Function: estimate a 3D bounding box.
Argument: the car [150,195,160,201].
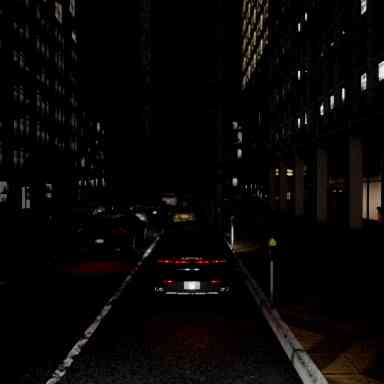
[{"bbox_3d":[-8.836,1.483,79.997,1.802,1.307,4.206,0,0,0],"label":"car"}]

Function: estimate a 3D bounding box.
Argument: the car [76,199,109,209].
[{"bbox_3d":[-8.838,1.513,28.540,1.752,1.417,4.829,0,0,0],"label":"car"}]

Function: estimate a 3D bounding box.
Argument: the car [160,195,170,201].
[{"bbox_3d":[-6.145,1.454,77.391,1.994,1.385,4.181,0,0,0],"label":"car"}]

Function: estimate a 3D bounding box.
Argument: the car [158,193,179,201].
[{"bbox_3d":[-3.045,1.188,45.783,2.150,2.045,5.566,0,0,0],"label":"car"}]

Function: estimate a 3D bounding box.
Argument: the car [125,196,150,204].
[{"bbox_3d":[-6.245,1.471,36.698,2.128,1.511,4.902,0,0,0],"label":"car"}]

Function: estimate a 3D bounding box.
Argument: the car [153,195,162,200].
[{"bbox_3d":[-8.836,1.438,85.694,2.008,1.369,4.403,0,0,0],"label":"car"}]

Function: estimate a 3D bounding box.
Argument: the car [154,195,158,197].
[{"bbox_3d":[-8.837,1.458,74.298,1.887,1.381,4.507,0,0,0],"label":"car"}]

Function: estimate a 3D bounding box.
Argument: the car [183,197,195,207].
[{"bbox_3d":[-0.456,1.501,51.503,1.887,1.381,4.507,0,0,0],"label":"car"}]

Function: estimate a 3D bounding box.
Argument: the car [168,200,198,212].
[{"bbox_3d":[-0.457,1.518,23.180,1.752,1.417,4.829,0,0,0],"label":"car"}]

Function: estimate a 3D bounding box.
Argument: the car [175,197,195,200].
[{"bbox_3d":[-0.457,1.533,34.409,2.008,1.369,4.403,0,0,0],"label":"car"}]

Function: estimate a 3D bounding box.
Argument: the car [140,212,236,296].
[{"bbox_3d":[0.000,1.502,8.650,1.837,1.490,4.892,0,0,0],"label":"car"}]

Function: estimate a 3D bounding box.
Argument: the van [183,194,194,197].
[{"bbox_3d":[-0.457,1.307,45.805,1.690,1.788,3.998,0,0,0],"label":"van"}]

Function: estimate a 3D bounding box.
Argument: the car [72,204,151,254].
[{"bbox_3d":[-3.045,1.474,13.449,1.882,1.535,5.008,0,0,0],"label":"car"}]

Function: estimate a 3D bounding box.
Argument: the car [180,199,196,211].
[{"bbox_3d":[-0.456,1.557,40.107,1.802,1.307,4.206,0,0,0],"label":"car"}]

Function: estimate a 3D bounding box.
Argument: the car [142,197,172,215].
[{"bbox_3d":[-3.146,1.491,30.651,1.837,1.490,4.892,0,0,0],"label":"car"}]

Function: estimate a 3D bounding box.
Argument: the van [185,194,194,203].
[{"bbox_3d":[-0.456,1.266,68.597,1.690,1.788,3.998,0,0,0],"label":"van"}]

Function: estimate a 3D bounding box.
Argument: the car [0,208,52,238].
[{"bbox_3d":[-8.838,1.546,17.314,2.008,1.369,4.403,0,0,0],"label":"car"}]

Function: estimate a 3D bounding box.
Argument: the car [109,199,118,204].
[{"bbox_3d":[-8.838,1.422,34.411,1.967,1.590,4.097,0,0,0],"label":"car"}]

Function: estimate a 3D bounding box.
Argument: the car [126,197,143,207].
[{"bbox_3d":[-8.837,1.523,51.504,1.947,1.339,4.313,0,0,0],"label":"car"}]
